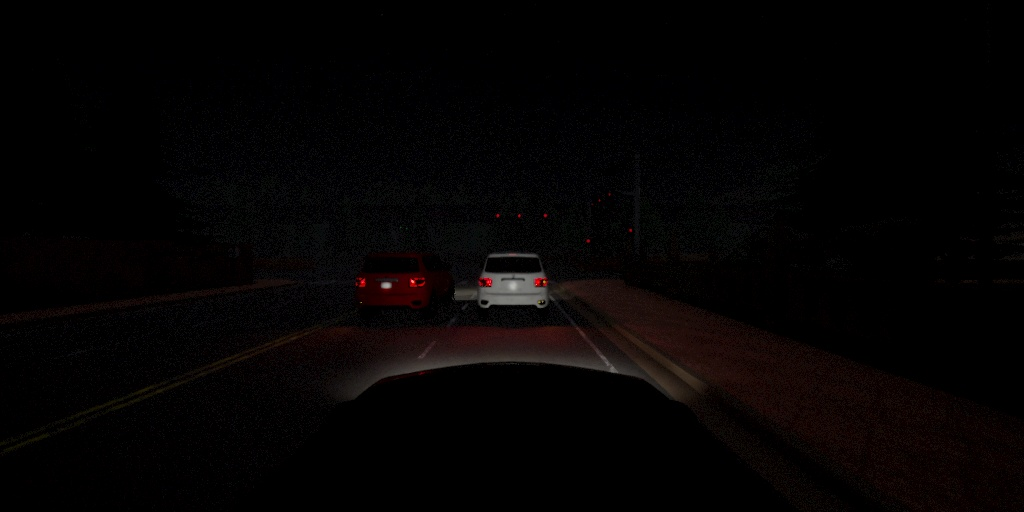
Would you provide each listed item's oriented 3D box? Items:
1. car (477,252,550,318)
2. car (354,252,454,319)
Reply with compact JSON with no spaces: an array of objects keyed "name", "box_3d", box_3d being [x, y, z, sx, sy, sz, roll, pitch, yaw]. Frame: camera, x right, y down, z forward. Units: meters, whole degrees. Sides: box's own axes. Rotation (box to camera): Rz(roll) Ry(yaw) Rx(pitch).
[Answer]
[{"name":"car","box_3d":[0.052,0.870,12.555,2.150,2.045,5.566,0,0,0]},{"name":"car","box_3d":[-3.445,0.872,12.469,2.150,2.045,5.566,0,0,0]}]
